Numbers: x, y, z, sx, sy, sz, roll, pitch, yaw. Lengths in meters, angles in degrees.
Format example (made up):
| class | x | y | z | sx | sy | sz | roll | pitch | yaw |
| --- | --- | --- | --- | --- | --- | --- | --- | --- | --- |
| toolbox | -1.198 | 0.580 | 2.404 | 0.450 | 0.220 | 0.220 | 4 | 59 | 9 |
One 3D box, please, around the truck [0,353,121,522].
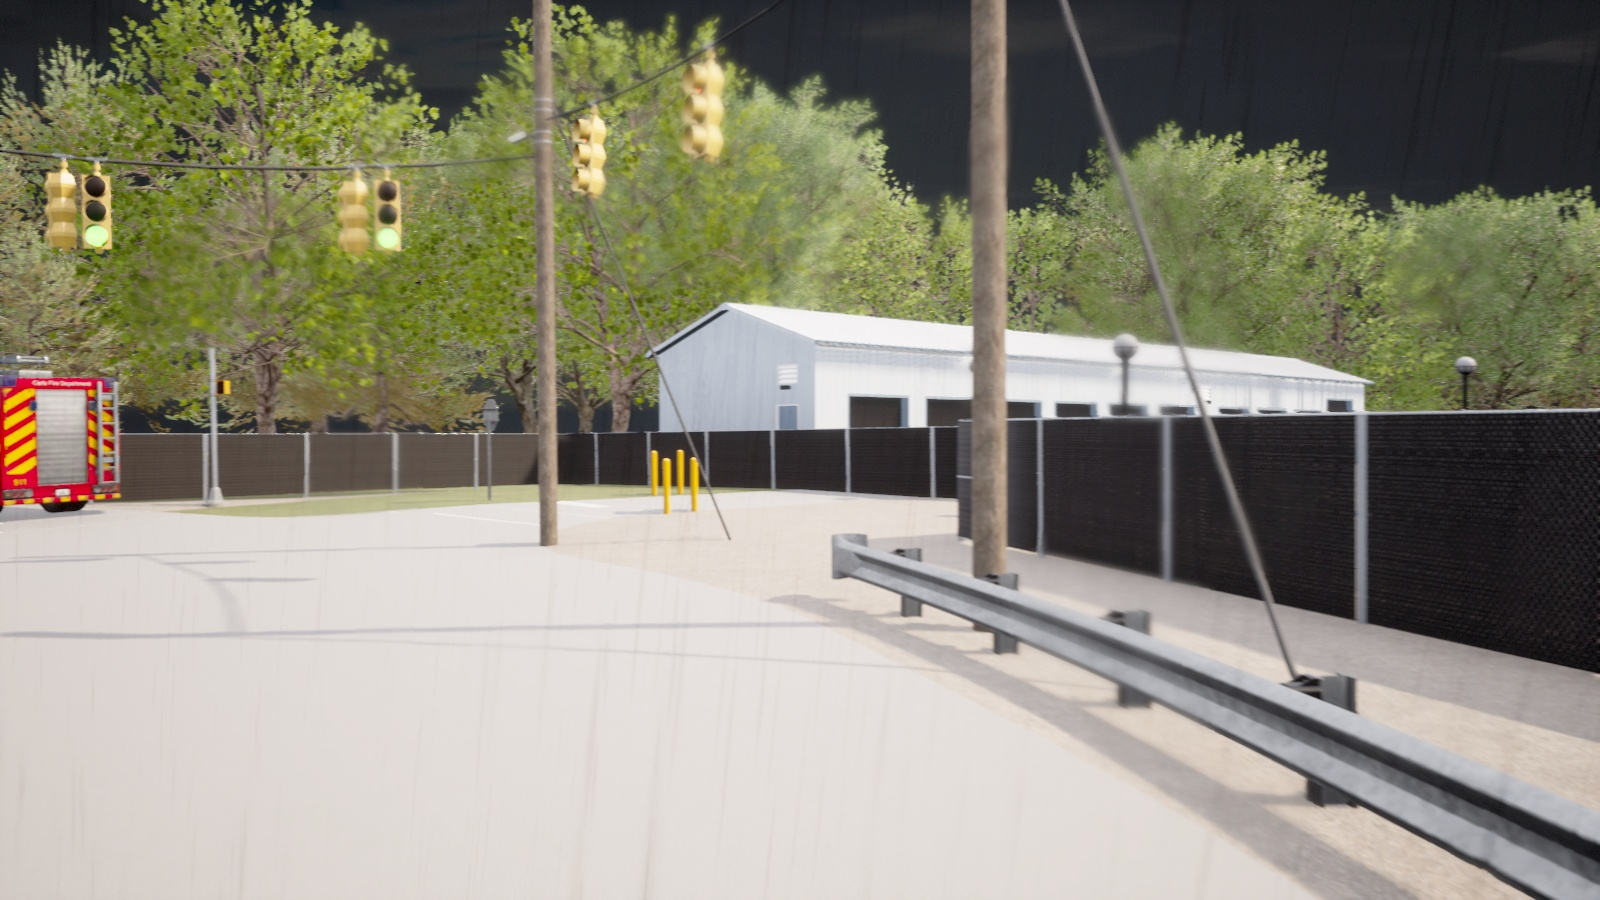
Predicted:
| class | x | y | z | sx | sy | sz | roll | pitch | yaw |
| --- | --- | --- | --- | --- | --- | --- | --- | --- | --- |
| truck | -21.163 | -0.411 | 31.641 | 8.468 | 3.827 | 2.891 | 1 | 2 | 28 |
